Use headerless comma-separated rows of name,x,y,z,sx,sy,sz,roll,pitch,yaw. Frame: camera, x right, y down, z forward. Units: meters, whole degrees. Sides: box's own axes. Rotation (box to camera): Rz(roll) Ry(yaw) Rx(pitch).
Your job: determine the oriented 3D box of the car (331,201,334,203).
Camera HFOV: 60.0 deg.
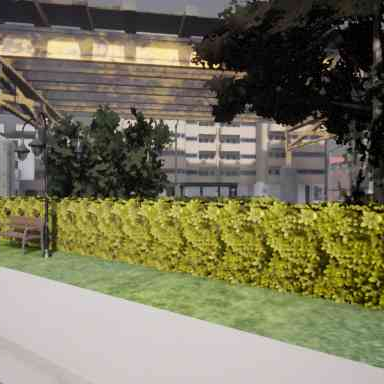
car,14.575,1.507,31.174,4.892,1.490,1.837,0,0,-9
